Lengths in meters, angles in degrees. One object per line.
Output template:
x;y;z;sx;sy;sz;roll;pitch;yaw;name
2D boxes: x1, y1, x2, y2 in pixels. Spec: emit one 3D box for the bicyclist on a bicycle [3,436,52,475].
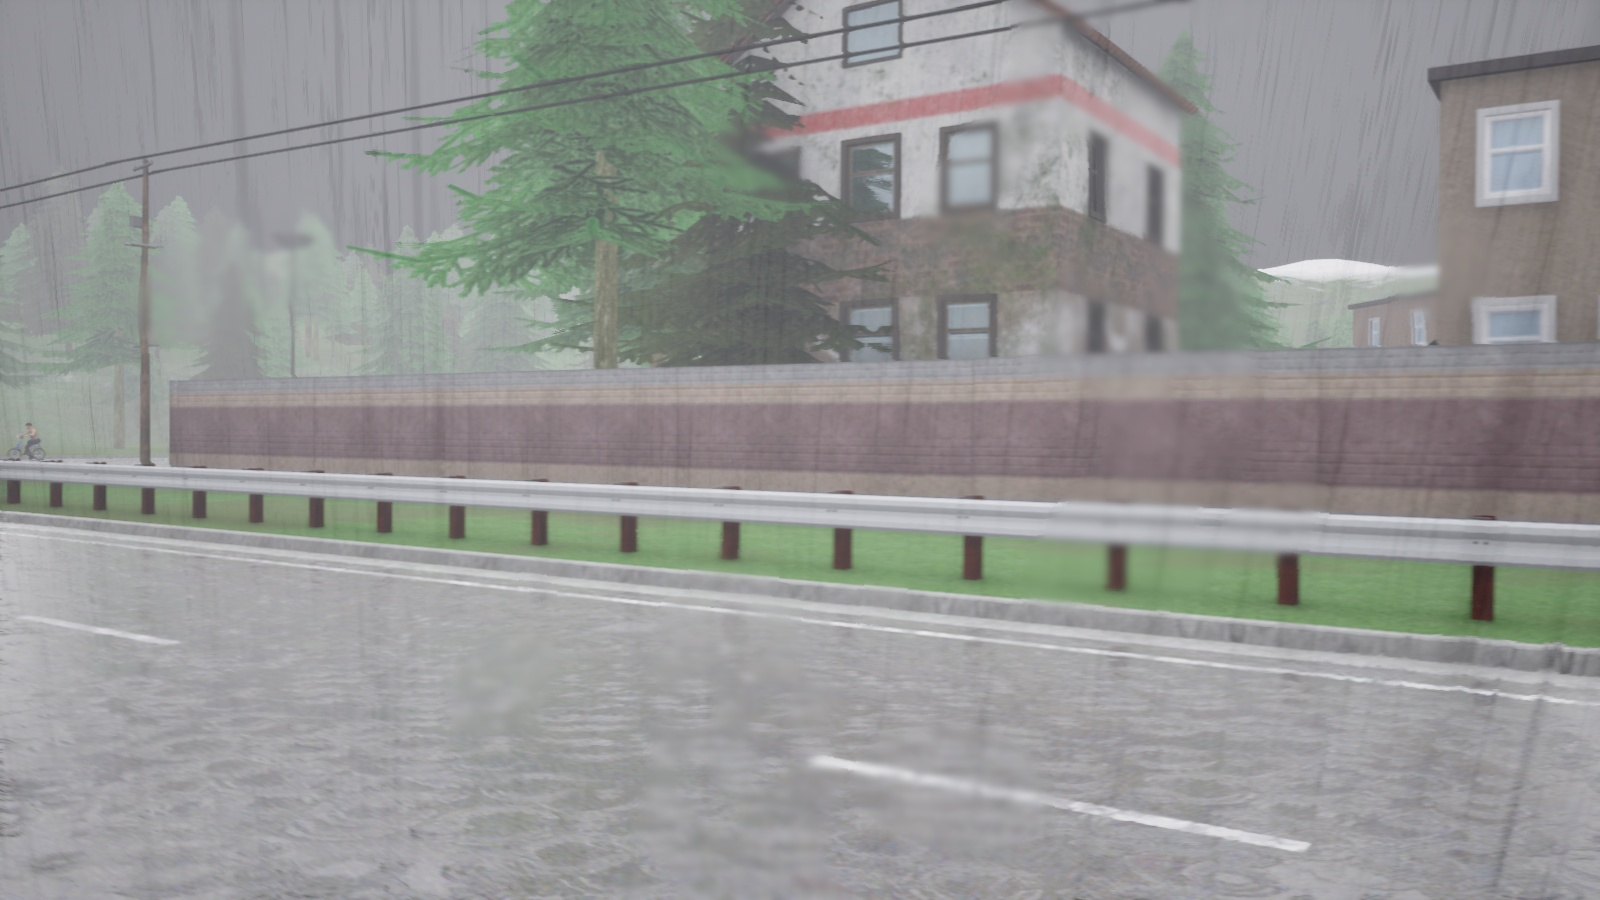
-32.640;0.239;53.084;0.866;1.612;1.509;0;1;34;bicyclist on a bicycle
